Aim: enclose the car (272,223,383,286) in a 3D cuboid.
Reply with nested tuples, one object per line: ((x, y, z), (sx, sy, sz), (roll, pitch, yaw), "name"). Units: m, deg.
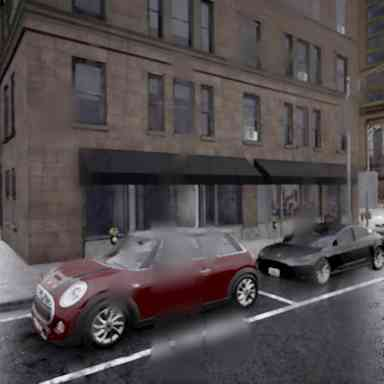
((3.763, 1.567, 9.368), (4.313, 1.339, 1.947), (0, -1, -36), "car")

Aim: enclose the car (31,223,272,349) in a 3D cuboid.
((-0.712, 1.440, 6.162), (4.097, 1.590, 1.967), (0, -1, -36), "car")
